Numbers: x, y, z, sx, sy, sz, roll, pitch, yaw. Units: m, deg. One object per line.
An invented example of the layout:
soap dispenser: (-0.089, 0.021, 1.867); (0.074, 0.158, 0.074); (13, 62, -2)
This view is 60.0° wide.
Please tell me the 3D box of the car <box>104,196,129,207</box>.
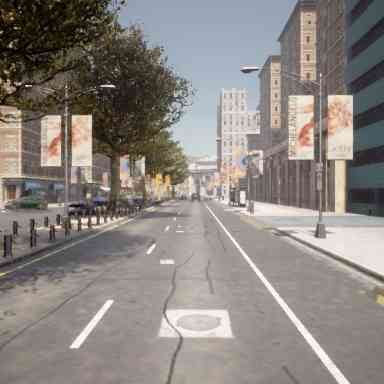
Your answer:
car: (-11.020, 1.353, 49.364); (2.097, 1.767, 4.553); (0, 0, 1)

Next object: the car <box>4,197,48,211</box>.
car: (-20.032, 1.355, 40.207); (4.553, 1.767, 2.097); (0, 0, -38)

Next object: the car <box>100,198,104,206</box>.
car: (-14.475, 1.601, 52.695); (1.895, 1.301, 4.718); (0, 0, 1)

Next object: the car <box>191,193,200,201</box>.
car: (0.970, 1.225, 82.472); (2.150, 2.045, 5.566); (0, 0, 1)

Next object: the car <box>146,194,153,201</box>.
car: (-10.558, 1.355, 80.198); (2.097, 1.767, 4.553); (0, 0, 1)

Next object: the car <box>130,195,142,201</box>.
car: (-14.022, 1.519, 83.244); (2.128, 1.511, 4.902); (0, 0, 1)

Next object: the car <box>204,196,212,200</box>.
car: (4.309, 1.594, 89.992); (1.895, 1.301, 4.718); (0, 0, 1)

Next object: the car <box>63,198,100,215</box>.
car: (-11.217, 1.493, 33.259); (2.128, 1.511, 4.902); (0, 0, 1)

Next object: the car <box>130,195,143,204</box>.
car: (-10.765, 1.600, 65.088); (1.895, 1.301, 4.718); (0, 0, 1)

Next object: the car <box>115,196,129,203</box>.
car: (-14.204, 1.500, 67.898); (1.837, 1.490, 4.892); (0, 0, 1)
